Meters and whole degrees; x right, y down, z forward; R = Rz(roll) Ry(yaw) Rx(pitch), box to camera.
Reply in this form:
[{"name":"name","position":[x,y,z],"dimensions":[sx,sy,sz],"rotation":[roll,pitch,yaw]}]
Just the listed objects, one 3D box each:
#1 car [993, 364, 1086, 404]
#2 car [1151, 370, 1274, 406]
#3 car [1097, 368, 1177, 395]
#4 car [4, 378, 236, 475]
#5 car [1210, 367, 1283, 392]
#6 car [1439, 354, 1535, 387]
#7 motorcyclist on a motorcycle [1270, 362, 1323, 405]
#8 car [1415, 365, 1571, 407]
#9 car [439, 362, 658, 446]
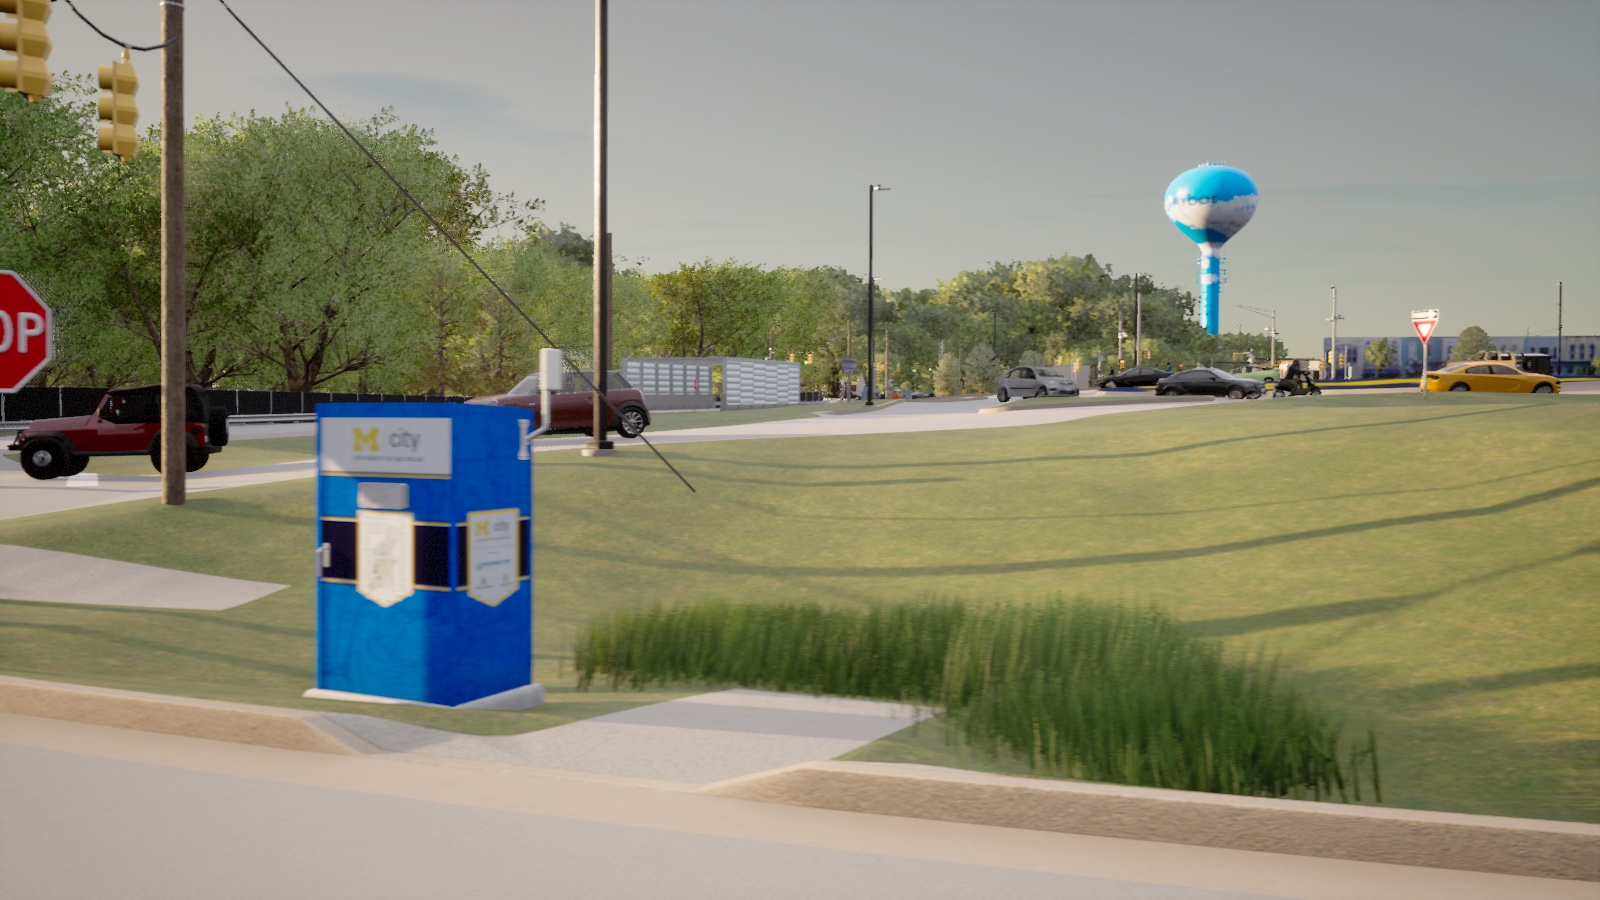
[{"name":"car","position":[10.454,-2.844,55.010],"dimensions":[1.851,1.617,3.988],"rotation":[0,1,-29]},{"name":"car","position":[17.629,-2.659,53.823],"dimensions":[4.674,1.442,1.812],"rotation":[2,6,44]},{"name":"car","position":[22.277,-4.523,83.009],"dimensions":[5.008,1.535,1.882],"rotation":[-1,2,18]},{"name":"car","position":[-13.859,-0.516,25.849],"dimensions":[3.866,1.878,1.905],"rotation":[-1,2,-17]},{"name":"car","position":[30.436,-4.780,85.712],"dimensions":[4.514,1.525,2.007],"rotation":[-1,1,12]},{"name":"car","position":[40.661,-4.672,74.432],"dimensions":[1.932,1.855,4.605],"rotation":[-2,4,-34]},{"name":"motorcyclist on a motorcycle","position":[18.855,-2.526,47.676],"dimensions":[1.817,1.590,0.866],"rotation":[1,1,24]},{"name":"car","position":[27.478,-2.562,49.954],"dimensions":[5.008,1.535,1.882],"rotation":[1,6,8]},{"name":"car","position":[-5.884,-1.115,29.641],"dimensions":[4.553,1.767,2.097],"rotation":[-4,4,-37]}]
